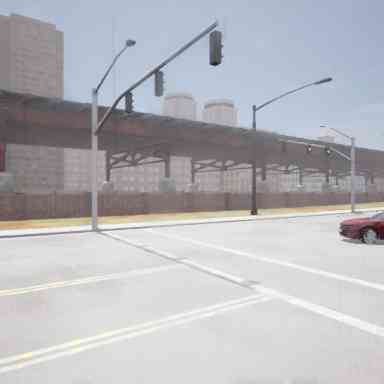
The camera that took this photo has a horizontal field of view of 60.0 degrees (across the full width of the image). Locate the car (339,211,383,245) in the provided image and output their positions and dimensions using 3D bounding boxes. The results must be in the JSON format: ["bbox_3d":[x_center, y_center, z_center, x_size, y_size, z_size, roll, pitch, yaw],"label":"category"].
[{"bbox_3d":[9.248,1.476,14.830,5.008,1.535,1.882,0,-1,7],"label":"car"}]
